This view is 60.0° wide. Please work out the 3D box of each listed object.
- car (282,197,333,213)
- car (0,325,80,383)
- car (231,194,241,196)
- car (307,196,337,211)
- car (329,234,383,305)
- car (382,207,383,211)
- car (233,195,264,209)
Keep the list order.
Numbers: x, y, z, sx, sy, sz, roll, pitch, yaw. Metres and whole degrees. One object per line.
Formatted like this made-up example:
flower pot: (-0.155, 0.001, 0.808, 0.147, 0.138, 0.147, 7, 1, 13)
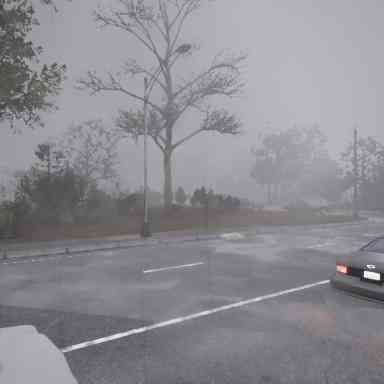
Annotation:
car: (12.344, 1.551, 36.783, 2.033, 1.411, 5.357, 0, 0, -29)
car: (-2.942, 1.601, 1.609, 4.718, 1.301, 1.895, 0, 0, -36)
car: (7.161, 1.308, 54.408, 2.150, 2.045, 5.566, 0, 0, -25)
car: (14.840, 1.358, 39.532, 2.097, 1.767, 4.553, 0, 0, -29)
car: (5.302, 1.547, 7.402, 5.357, 1.411, 2.033, 0, 0, -34)
car: (20.320, 1.601, 30.579, 1.895, 1.301, 4.718, 0, 0, -35)
car: (7.790, 1.539, 45.346, 1.837, 1.490, 4.892, 0, 0, -27)
